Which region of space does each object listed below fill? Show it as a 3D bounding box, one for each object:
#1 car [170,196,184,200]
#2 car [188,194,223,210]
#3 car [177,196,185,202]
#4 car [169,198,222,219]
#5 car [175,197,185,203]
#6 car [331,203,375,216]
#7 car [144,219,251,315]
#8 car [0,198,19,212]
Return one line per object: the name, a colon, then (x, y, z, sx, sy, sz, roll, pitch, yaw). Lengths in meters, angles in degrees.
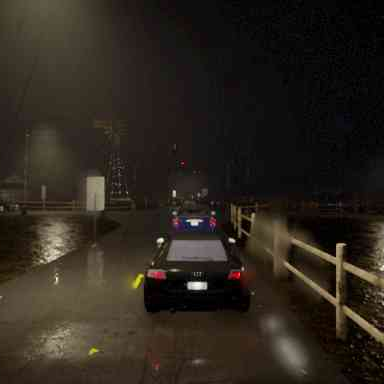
car: (-2.813, 1.658, 55.397, 2.128, 1.511, 4.902, 0, 0, 0)
car: (2.027, 1.478, 43.630, 2.097, 1.767, 4.553, 1, 0, -35)
car: (-2.700, 1.848, 85.281, 1.882, 1.535, 5.008, 0, 0, 0)
car: (0.104, 1.374, 16.321, 2.097, 1.767, 4.553, 0, 0, 0)
car: (-2.708, 1.848, 75.151, 1.994, 1.385, 4.181, 0, 0, 0)
car: (18.170, 1.918, 37.607, 4.674, 1.442, 1.812, 1, -2, 0)
car: (0.101, 1.570, 7.678, 1.994, 1.385, 4.181, 0, 0, 0)
car: (-20.291, 1.278, 34.000, 4.892, 1.490, 1.837, 1, -2, 0)
